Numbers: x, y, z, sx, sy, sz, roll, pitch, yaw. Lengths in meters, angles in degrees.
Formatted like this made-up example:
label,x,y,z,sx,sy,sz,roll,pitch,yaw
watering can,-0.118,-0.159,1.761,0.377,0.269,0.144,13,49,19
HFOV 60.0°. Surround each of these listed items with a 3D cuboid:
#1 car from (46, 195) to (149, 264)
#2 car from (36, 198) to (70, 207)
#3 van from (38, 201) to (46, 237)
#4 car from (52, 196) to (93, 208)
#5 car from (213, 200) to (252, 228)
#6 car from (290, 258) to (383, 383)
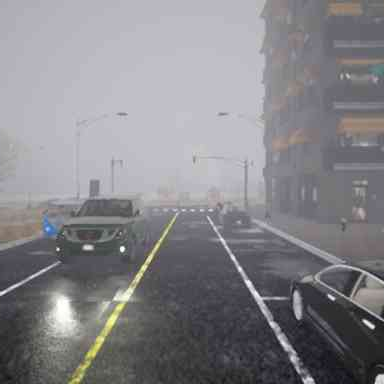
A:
label,x,y,z,sx,sy,sz,roll,pitch,yaw
car,-2.862,1.155,11.909,2.150,2.045,5.566,0,0,0
car,-20.640,1.550,49.510,4.206,1.307,1.802,-1,1,-1
van,-5.359,1.256,15.315,1.690,1.788,3.998,0,0,0
car,-16.788,1.430,46.862,4.902,1.511,2.128,-1,0,-1
car,2.643,1.435,20.798,2.008,1.369,4.403,0,0,0
car,2.563,1.527,4.221,2.008,1.369,4.403,0,0,0
